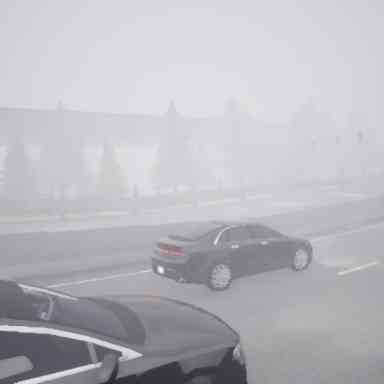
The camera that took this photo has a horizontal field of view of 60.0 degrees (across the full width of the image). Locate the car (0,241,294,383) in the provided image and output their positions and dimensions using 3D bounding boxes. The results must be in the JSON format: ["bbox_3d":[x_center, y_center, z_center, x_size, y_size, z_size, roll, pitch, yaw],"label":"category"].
[{"bbox_3d":[-1.684,1.491,2.545,4.902,1.511,2.128,1,0,-35],"label":"car"}]

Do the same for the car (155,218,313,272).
[{"bbox_3d":[1.255,1.476,8.941,4.892,1.490,1.837,-1,1,-36],"label":"car"}]
